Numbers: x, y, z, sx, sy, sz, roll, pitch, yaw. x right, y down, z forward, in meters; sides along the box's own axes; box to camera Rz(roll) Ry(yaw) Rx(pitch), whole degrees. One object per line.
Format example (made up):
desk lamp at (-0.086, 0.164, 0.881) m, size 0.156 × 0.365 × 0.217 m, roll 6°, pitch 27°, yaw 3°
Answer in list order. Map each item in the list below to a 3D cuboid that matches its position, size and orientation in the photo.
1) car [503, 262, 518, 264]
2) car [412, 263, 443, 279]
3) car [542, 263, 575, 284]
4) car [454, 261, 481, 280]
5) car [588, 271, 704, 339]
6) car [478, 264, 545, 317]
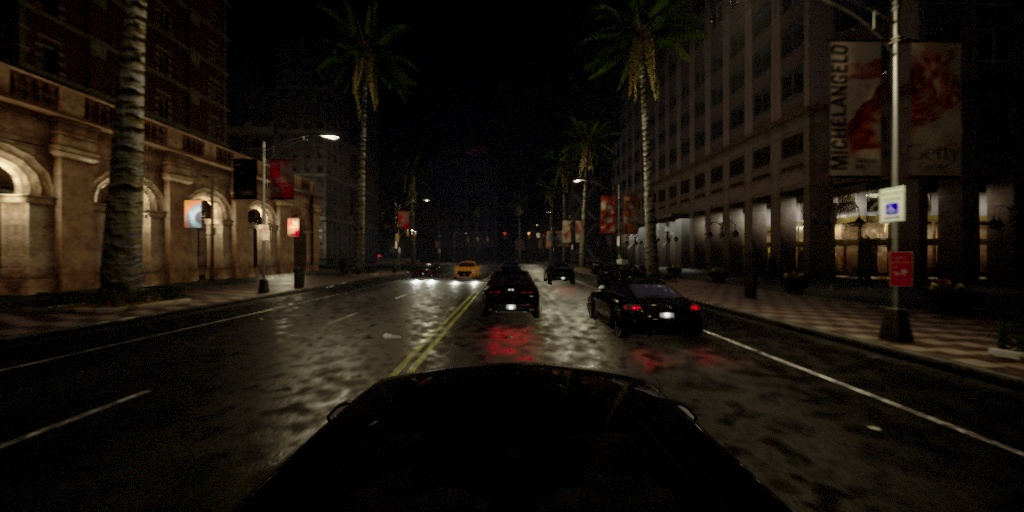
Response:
car at (-0.148, 1.232, 29.993) m, size 1.812 × 1.442 × 4.674 m, roll 0°, pitch 0°, yaw 0°
car at (-7.291, 1.266, 31.307) m, size 1.994 × 1.385 × 4.181 m, roll 0°, pitch 0°, yaw 0°
car at (3.381, 1.218, 26.250) m, size 1.837 × 1.490 × 4.892 m, roll 0°, pitch 0°, yaw 0°
car at (-3.790, 1.181, 30.966) m, size 1.882 × 1.535 × 5.008 m, roll 0°, pitch 0°, yaw 0°
car at (3.477, 1.302, 10.076) m, size 1.994 × 1.385 × 4.181 m, roll 0°, pitch 0°, yaw 0°
car at (-0.042, 1.239, 13.081) m, size 1.837 × 1.490 × 4.892 m, roll 0°, pitch 1°, yaw 0°
